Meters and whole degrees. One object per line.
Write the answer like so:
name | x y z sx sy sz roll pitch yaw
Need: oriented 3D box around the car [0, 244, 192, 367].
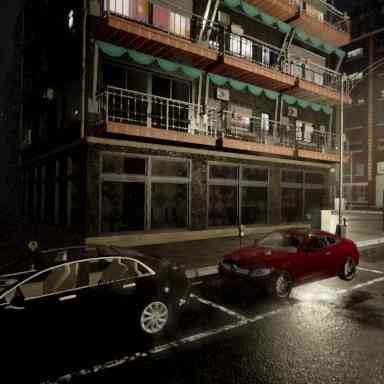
car | -2.057 1.551 5.036 4.403 1.369 2.008 0 1 -36

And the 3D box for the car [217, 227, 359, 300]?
car | 2.567 1.584 8.345 4.206 1.307 1.802 0 1 -36
